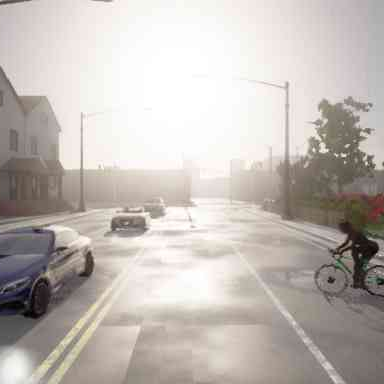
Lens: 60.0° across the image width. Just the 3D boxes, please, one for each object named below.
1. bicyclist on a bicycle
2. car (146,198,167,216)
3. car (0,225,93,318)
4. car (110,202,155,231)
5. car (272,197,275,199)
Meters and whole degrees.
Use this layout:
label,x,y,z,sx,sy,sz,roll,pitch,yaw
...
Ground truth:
label,x,y,z,sx,sy,sz,roll,pitch,yaw
bicyclist on a bicycle,3.490,1.443,7.146,1.656,1.620,0.582,-2,0,14
car,-3.644,1.345,31.960,2.097,1.767,4.553,0,0,0
car,-3.611,1.524,7.530,1.812,1.442,4.674,0,0,0
car,-3.650,1.560,20.456,1.994,1.385,4.181,0,0,0
car,13.487,1.495,49.440,4.892,1.490,1.837,0,-1,-1
